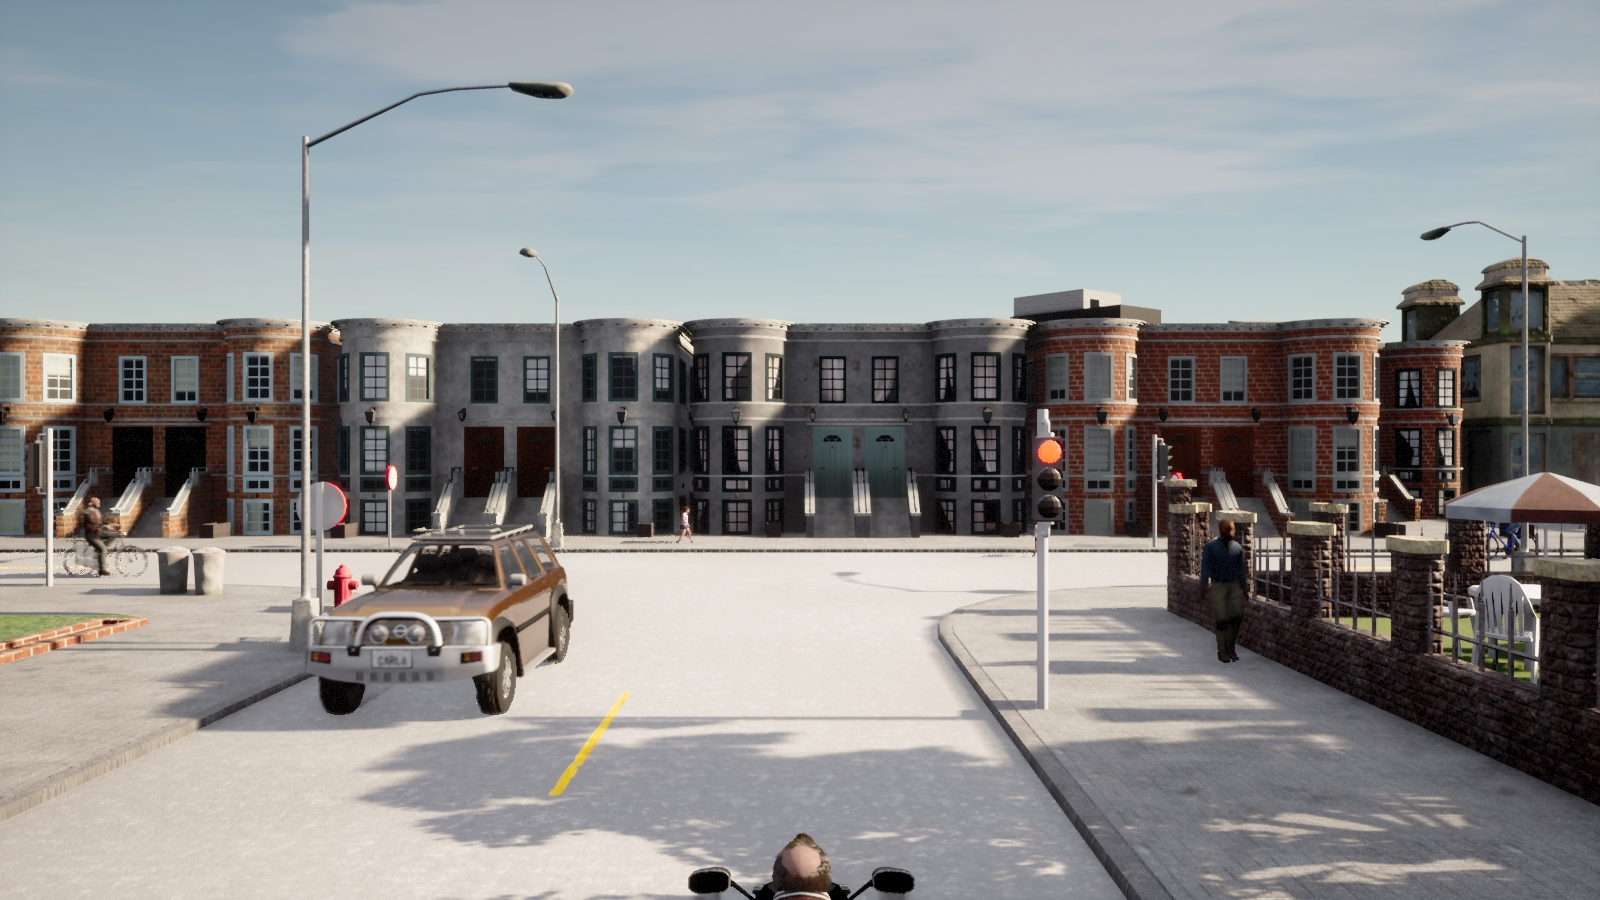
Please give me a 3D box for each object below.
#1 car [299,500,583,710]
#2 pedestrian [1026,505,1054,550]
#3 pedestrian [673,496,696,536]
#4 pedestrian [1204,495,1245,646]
[{"bbox_3d":[-3.983,1.637,13.595,1.932,1.855,4.605,0,0,0],"label":"car"},{"bbox_3d":[6.197,1.997,29.513,0.500,1.100,0.500,0,0,-21],"label":"pedestrian"},{"bbox_3d":[-3.302,1.891,32.679,0.500,1.100,0.500,0,0,12],"label":"pedestrian"},{"bbox_3d":[5.346,1.510,14.386,0.375,1.860,0.375,0,0,-1],"label":"pedestrian"}]
